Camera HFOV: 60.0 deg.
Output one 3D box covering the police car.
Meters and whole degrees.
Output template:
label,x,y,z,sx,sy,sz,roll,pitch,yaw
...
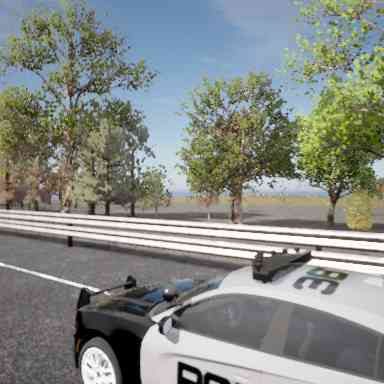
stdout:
label,x,y,z,sx,sy,sz,roll,pitch,yaw
police car,0.769,1.430,3.329,5.238,1.638,1.930,0,0,36
